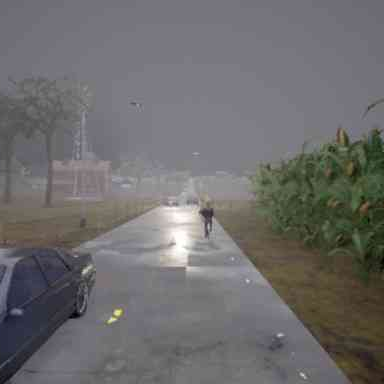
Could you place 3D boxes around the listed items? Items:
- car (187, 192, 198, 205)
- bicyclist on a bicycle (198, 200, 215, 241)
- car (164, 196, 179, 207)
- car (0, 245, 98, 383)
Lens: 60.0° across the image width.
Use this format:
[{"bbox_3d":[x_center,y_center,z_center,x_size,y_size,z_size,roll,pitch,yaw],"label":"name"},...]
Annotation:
[{"bbox_3d":[0.069,1.274,54.945,2.128,1.511,4.902,0,0,0],"label":"car"},{"bbox_3d":[0.748,1.331,15.499,0.659,1.776,1.843,0,0,0],"label":"bicyclist on a bicycle"},{"bbox_3d":[-2.851,1.320,47.411,2.128,1.511,4.902,0,0,0],"label":"car"},{"bbox_3d":[-2.852,1.538,4.641,2.033,1.411,5.357,0,0,0],"label":"car"}]
